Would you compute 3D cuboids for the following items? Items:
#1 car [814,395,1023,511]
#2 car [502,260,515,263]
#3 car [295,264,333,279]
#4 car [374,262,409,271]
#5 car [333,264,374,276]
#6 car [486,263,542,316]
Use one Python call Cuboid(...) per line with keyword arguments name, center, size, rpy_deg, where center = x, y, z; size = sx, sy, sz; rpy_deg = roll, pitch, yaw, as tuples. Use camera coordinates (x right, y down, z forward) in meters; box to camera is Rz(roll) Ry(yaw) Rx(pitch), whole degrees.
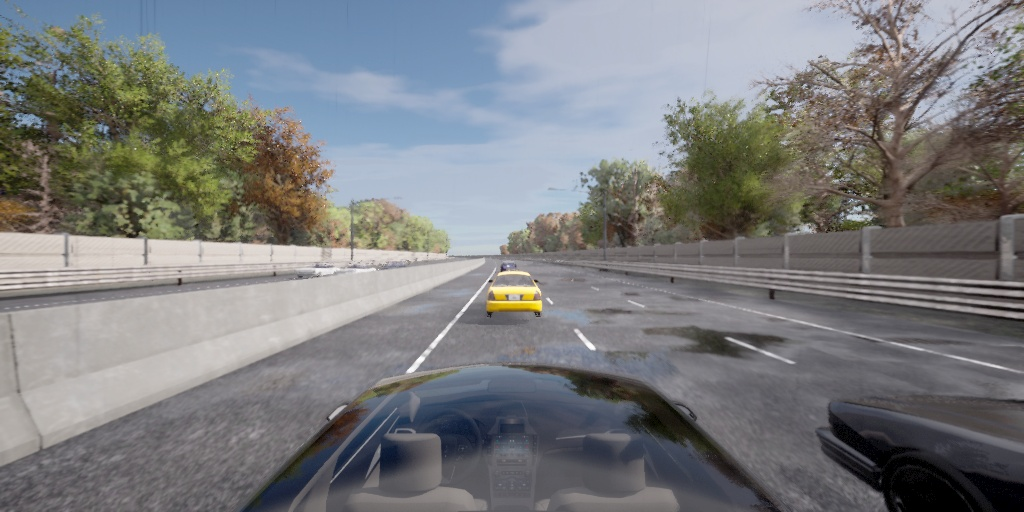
Cuboid(name="car", center=(3.597, 1.296, 0.656), size=(2.033, 1.411, 5.357), rpy_deg=(0, 0, 0))
Cuboid(name="car", center=(-0.439, 1.269, 44.384), size=(2.163, 1.488, 4.792), rpy_deg=(0, 0, -1))
Cuboid(name="car", center=(-17.793, 1.361, 33.077), size=(1.895, 1.301, 4.718), rpy_deg=(0, 0, -1))
Cuboid(name="car", center=(-10.796, 1.232, 33.283), size=(1.994, 1.385, 4.181), rpy_deg=(0, 0, -1))
Cuboid(name="car", center=(-14.294, 1.416, 33.189), size=(1.895, 1.301, 4.718), rpy_deg=(0, 0, -1))
Cuboid(name="car", center=(0.049, 1.211, 13.236), size=(1.801, 1.575, 5.366), rpy_deg=(0, 0, 0))
